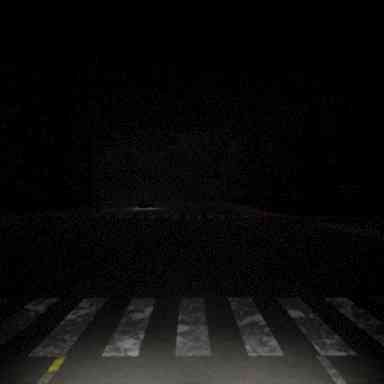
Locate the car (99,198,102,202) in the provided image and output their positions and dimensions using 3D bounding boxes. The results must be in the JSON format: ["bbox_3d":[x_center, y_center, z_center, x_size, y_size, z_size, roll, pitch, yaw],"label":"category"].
[{"bbox_3d":[-20.881,1.382,69.195,4.674,1.442,1.812,0,0,30],"label":"car"}]

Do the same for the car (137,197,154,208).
[{"bbox_3d":[-6.378,1.480,46.646,1.812,1.442,4.674,0,1,1],"label":"car"}]
